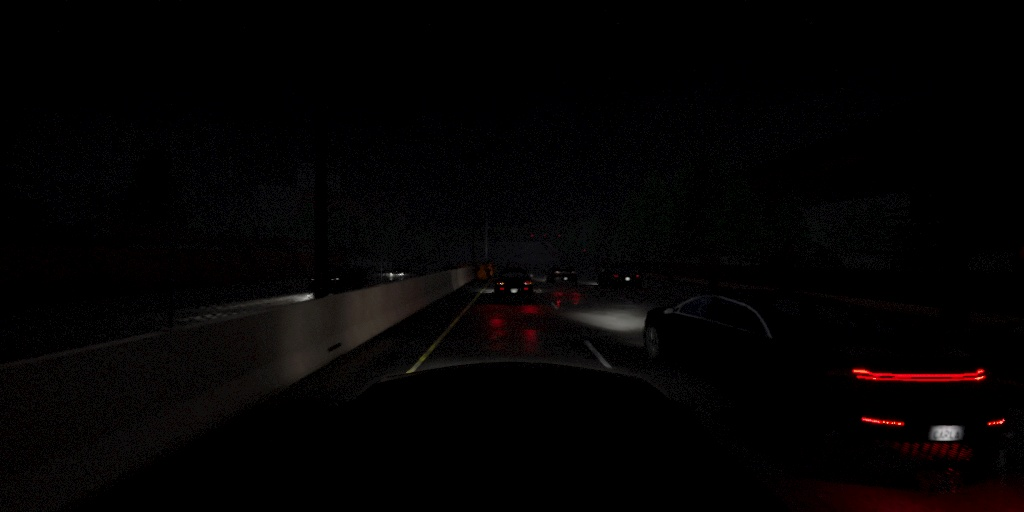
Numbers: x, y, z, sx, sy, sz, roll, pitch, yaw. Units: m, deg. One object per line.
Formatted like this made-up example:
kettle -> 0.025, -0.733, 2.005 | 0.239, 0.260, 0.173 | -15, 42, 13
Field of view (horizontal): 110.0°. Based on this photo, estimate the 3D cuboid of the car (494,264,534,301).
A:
car -> 0.087, 1.322, 17.696 | 1.812, 1.442, 4.674 | 0, 0, 0

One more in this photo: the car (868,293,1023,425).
car -> 7.083, 1.316, 4.043 | 1.994, 1.385, 4.181 | 0, 0, 0

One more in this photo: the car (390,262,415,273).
car -> -14.040, 1.494, 46.279 | 2.033, 1.411, 5.357 | 0, 0, 0

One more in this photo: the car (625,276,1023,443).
car -> 3.588, 1.250, 5.384 | 2.128, 1.511, 4.902 | 0, 0, 0

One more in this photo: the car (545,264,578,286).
car -> 3.579, 1.310, 26.294 | 2.128, 1.511, 4.902 | 0, 0, 0

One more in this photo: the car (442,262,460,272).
car -> -7.072, 1.439, 42.775 | 1.994, 1.385, 4.181 | 0, 0, 0

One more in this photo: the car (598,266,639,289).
car -> 7.082, 1.374, 23.975 | 1.994, 1.385, 4.181 | 0, 0, 0

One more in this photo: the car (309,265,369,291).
car -> -10.615, 1.309, 22.314 | 2.128, 1.511, 4.902 | 0, 0, 0
